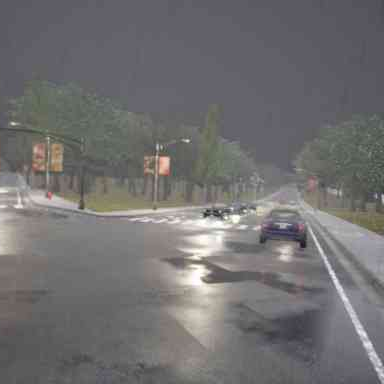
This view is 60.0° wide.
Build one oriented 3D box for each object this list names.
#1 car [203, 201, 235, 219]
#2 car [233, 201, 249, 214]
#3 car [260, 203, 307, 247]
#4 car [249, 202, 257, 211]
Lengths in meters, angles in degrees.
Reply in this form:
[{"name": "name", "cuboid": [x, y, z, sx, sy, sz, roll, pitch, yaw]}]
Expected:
[{"name": "car", "cuboid": [2.448, 1.829, 31.919, 1.895, 1.301, 4.718, 3, 0, 17]}, {"name": "car", "cuboid": [5.348, 1.920, 41.366, 2.128, 1.511, 4.902, 3, 0, 18]}, {"name": "car", "cuboid": [4.785, 1.652, 17.183, 2.097, 1.767, 4.553, 3, 0, 17]}, {"name": "car", "cuboid": [9.956, 2.353, 56.284, 2.033, 1.411, 5.357, 3, -1, 17]}]
